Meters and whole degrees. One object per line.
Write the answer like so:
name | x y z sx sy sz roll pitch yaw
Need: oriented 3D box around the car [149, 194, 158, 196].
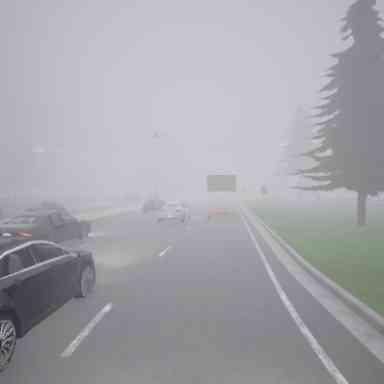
car | -8.146 1.222 70.063 1.837 1.490 4.892 0 0 5

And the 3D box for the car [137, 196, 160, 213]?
car | -3.721 1.413 34.408 2.033 1.411 5.357 0 0 6

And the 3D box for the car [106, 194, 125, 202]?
car | -15.550 1.250 65.760 2.128 1.511 4.902 0 0 5

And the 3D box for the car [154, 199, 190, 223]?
car | -1.276 1.429 24.728 1.812 1.442 4.674 0 0 6

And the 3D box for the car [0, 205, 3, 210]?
car | -16.539 1.250 25.054 2.097 1.767 4.553 0 0 6

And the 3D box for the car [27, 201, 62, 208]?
car | -12.610 1.449 28.676 1.994 1.385 4.181 0 0 6

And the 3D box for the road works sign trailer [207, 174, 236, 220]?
road works sign trailer | 2.408 0.360 27.122 2.380 3.560 2.880 0 0 6

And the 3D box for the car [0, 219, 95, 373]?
car | -3.149 1.469 5.486 2.128 1.511 4.902 0 0 3

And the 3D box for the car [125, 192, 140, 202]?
car | -11.950 0.959 66.691 2.150 2.045 5.566 0 0 5

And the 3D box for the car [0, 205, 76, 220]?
car | -6.001 1.492 13.748 2.033 1.411 5.357 0 0 6
